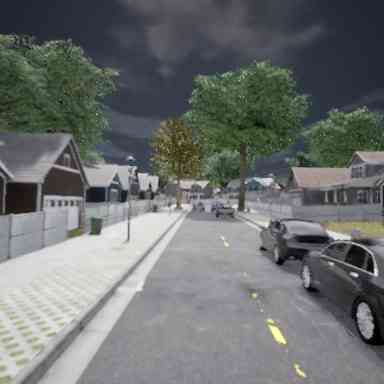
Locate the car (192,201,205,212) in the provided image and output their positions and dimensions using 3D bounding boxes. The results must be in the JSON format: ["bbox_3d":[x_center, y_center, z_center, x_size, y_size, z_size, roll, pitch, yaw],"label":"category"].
[{"bbox_3d":[0.978,2.126,49.050,1.812,1.442,4.674,1,-1,1],"label":"car"}]

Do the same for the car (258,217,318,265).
[{"bbox_3d":[3.768,1.729,12.587,1.837,1.490,4.892,1,-1,1],"label":"car"}]

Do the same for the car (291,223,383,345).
[{"bbox_3d":[3.639,1.656,6.588,1.837,1.490,4.892,1,-1,1],"label":"car"}]

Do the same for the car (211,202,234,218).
[{"bbox_3d":[3.502,1.988,36.314,2.128,1.511,4.902,1,-1,2],"label":"car"}]
